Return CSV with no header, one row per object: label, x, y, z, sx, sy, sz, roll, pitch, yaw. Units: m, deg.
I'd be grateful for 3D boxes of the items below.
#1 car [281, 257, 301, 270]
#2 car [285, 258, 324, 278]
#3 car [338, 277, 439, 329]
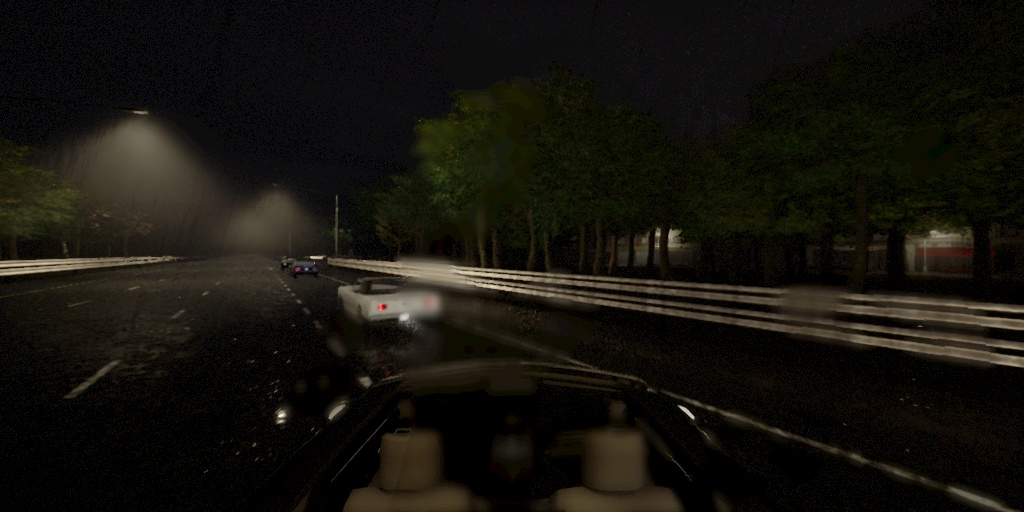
car,-27.714,1.041,44.712,1.895,1.301,4.718,0,0,-34
car,-17.903,1.095,30.775,2.033,1.411,5.357,0,0,-35
car,-4.062,1.300,11.189,1.895,1.301,4.718,0,0,-35
